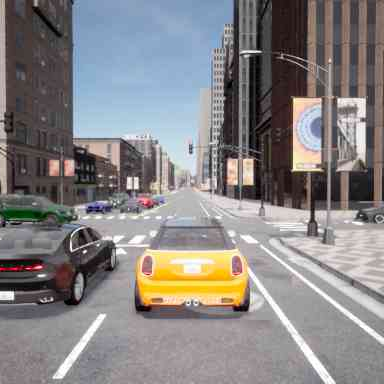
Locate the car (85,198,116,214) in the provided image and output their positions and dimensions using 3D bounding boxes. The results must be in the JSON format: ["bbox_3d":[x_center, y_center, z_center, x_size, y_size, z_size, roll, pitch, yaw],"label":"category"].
[{"bbox_3d":[-9.852,1.615,35.559,1.895,1.301,4.718,0,0,0],"label":"car"}]

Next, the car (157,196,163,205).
[{"bbox_3d":[-6.588,1.590,55.969,1.994,1.385,4.181,0,0,0],"label":"car"}]

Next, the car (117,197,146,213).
[{"bbox_3d":[-6.603,1.579,36.718,1.994,1.385,4.181,0,0,0],"label":"car"}]

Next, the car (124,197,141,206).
[{"bbox_3d":[-9.822,1.590,55.276,1.994,1.385,4.181,0,0,2],"label":"car"}]

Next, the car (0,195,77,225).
[{"bbox_3d":[-10.242,1.219,21.226,5.566,2.045,2.150,1,0,3],"label":"car"}]

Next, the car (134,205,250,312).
[{"bbox_3d":[0.010,1.351,7.887,2.097,1.767,4.553,0,0,0],"label":"car"}]

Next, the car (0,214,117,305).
[{"bbox_3d":[-3.154,1.504,8.031,1.837,1.490,4.892,0,0,0],"label":"car"}]

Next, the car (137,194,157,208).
[{"bbox_3d":[-6.603,1.243,45.995,2.150,2.045,5.566,0,0,1],"label":"car"}]

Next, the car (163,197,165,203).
[{"bbox_3d":[-6.536,1.506,66.042,1.882,1.535,5.008,0,0,1],"label":"car"}]

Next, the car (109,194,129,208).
[{"bbox_3d":[-9.846,1.243,45.319,2.150,2.045,5.566,0,0,1],"label":"car"}]

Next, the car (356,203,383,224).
[{"bbox_3d":[13.984,1.469,23.557,4.181,1.385,1.994,0,1,0],"label":"car"}]
